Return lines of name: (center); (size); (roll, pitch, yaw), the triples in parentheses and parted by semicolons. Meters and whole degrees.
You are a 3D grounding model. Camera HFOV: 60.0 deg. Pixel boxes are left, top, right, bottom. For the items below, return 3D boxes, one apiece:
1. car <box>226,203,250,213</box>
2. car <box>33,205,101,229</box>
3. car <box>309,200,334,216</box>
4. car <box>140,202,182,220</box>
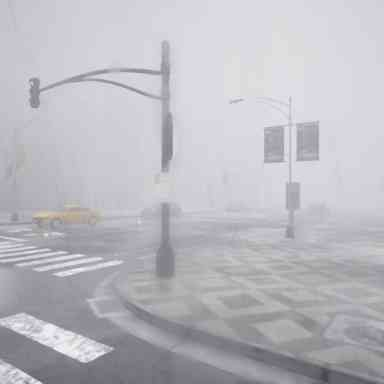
car: (6.339, 2.178, 45.611); (1.994, 1.385, 4.181); (0, -1, 36)
car: (-8.924, 1.707, 24.080); (1.882, 1.535, 5.008); (0, -1, 34)
car: (16.422, 2.170, 42.690); (2.128, 1.511, 4.902); (0, -1, 35)
car: (-2.980, 1.731, 32.467); (2.097, 1.767, 4.553); (0, -1, 35)
